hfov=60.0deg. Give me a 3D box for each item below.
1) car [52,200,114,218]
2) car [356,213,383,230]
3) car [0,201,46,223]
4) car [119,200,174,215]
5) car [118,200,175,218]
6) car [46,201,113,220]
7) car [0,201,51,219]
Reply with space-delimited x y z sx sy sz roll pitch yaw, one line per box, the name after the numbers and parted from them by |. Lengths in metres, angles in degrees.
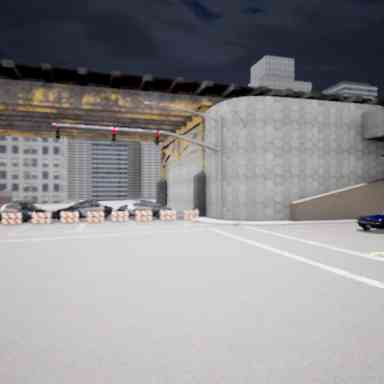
-8.933 1.363 27.589 1.853 1.218 4.536 0 0 39 | car
11.938 1.598 19.117 4.718 1.301 1.895 0 0 -16 | car
-13.424 1.530 26.387 4.974 1.542 2.038 0 0 29 | car
-4.017 1.352 29.666 4.536 1.218 1.853 0 0 14 | car
-3.966 1.510 29.653 4.974 1.542 2.038 0 0 14 | car
-8.965 1.520 27.548 2.038 1.542 4.974 0 0 39 | car
-13.470 1.373 26.412 4.536 1.218 1.853 0 0 29 | car
